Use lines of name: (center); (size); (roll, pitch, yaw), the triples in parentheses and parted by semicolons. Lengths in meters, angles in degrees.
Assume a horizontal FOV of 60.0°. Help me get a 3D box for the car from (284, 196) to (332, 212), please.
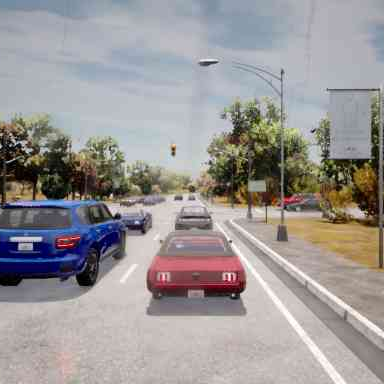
car: (13.378, 1.505, 37.899); (4.892, 1.490, 1.837); (0, 0, 3)

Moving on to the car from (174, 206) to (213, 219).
car: (0.092, 1.491, 17.649); (2.128, 1.511, 4.902); (0, 0, 0)

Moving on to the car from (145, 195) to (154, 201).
car: (-10.538, 1.523, 82.577); (1.812, 1.442, 4.674); (0, 0, 0)

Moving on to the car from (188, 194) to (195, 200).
car: (-0.044, 1.360, 95.534); (1.882, 1.535, 5.008); (0, 0, 0)

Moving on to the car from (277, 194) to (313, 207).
car: (13.424, 1.221, 41.416); (5.566, 2.045, 2.150); (0, 0, 3)

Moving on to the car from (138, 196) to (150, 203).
car: (-10.533, 1.552, 72.549); (1.994, 1.385, 4.181); (0, 0, 0)

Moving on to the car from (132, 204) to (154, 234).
car: (-3.409, 1.601, 19.285); (1.895, 1.301, 4.718); (0, 0, 0)

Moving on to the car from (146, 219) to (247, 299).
car: (0.099, 1.601, 8.378); (1.895, 1.301, 4.718); (0, 0, 0)

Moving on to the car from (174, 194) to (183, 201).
car: (-3.539, 1.493, 85.114); (1.837, 1.490, 4.892); (0, 0, 0)

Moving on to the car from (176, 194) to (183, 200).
car: (-3.544, 1.382, 95.533); (1.837, 1.490, 4.892); (0, 0, 0)

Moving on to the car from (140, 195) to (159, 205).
car: (-7.108, 1.525, 56.158); (1.812, 1.442, 4.674); (0, 0, 0)

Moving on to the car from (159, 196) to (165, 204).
car: (-7.062, 1.477, 65.488); (1.882, 1.535, 5.008); (0, 0, 1)

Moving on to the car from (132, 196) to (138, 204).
car: (-10.612, 1.601, 54.790); (1.895, 1.301, 4.718); (0, 0, 0)

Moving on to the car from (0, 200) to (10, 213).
car: (-23.068, 1.547, 36.259); (5.357, 1.411, 2.033); (0, 0, 3)

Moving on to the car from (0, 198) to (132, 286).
car: (-3.409, 1.221, 9.531); (2.150, 2.045, 5.566); (0, 0, 0)

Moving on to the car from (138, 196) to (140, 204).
car: (-10.576, 1.525, 63.825); (1.812, 1.442, 4.674); (0, 0, 0)

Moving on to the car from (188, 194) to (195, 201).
car: (-0.039, 1.533, 85.115); (2.033, 1.411, 5.357); (0, 0, 0)
